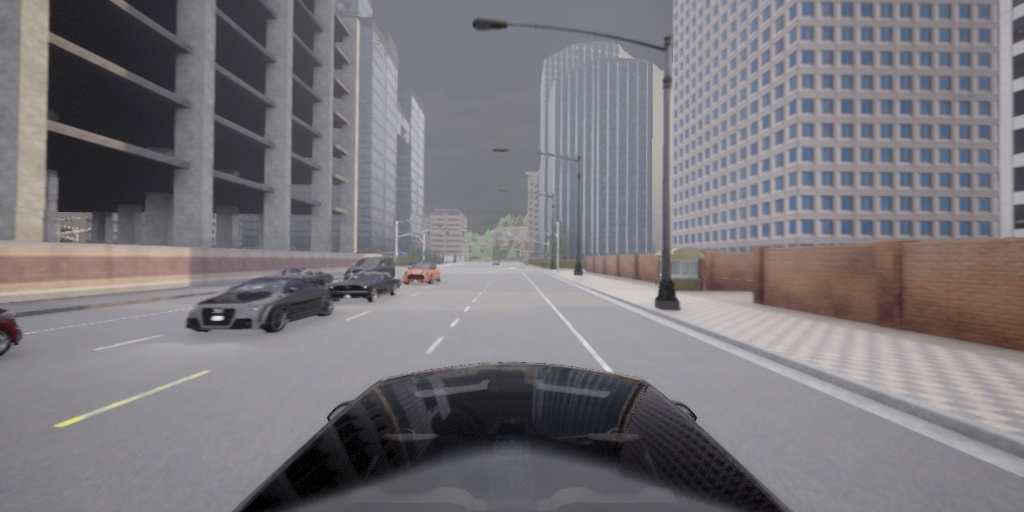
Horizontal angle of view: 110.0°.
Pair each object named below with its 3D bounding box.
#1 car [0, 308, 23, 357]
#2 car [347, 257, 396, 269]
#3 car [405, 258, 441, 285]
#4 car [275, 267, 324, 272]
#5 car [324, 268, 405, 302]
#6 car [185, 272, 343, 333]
[{"bbox_3d":[-10.603,1.252,5.230,1.994,1.385,4.181,1,0,0],"label":"car"},{"bbox_3d":[-10.560,1.106,27.225,2.150,2.045,5.566,0,0,0],"label":"car"},{"bbox_3d":[-7.054,1.280,28.483,2.097,1.767,4.553,0,0,0],"label":"car"},{"bbox_3d":[-10.525,1.296,17.429,2.128,1.511,4.902,1,-1,0],"label":"car"},{"bbox_3d":[-7.026,1.435,17.522,1.895,1.301,4.718,1,-1,0],"label":"car"},{"bbox_3d":[-7.110,1.333,10.654,1.994,1.385,4.181,1,-1,0],"label":"car"}]
